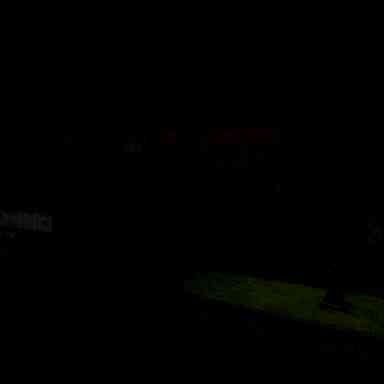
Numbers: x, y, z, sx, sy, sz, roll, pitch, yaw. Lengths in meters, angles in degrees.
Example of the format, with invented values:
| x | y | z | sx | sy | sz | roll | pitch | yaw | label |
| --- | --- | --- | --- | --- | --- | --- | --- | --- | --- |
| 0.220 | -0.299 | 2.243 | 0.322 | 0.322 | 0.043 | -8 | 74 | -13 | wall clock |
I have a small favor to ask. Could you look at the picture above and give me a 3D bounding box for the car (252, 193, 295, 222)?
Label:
| x | y | z | sx | sy | sz | roll | pitch | yaw | label |
| --- | --- | --- | --- | --- | --- | --- | --- | --- | --- |
| 5.467 | 1.001 | 21.417 | 1.905 | 1.878 | 3.866 | 0 | 0 | 36 | car |
